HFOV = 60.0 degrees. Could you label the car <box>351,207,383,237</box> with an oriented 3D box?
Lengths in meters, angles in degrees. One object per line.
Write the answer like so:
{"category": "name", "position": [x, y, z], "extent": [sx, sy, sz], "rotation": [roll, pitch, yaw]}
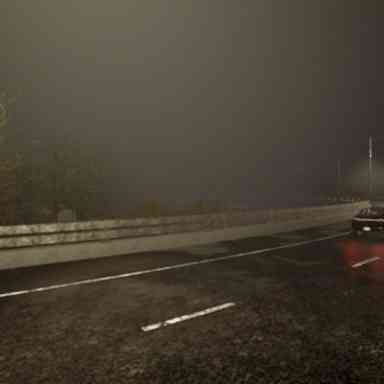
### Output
{"category": "car", "position": [9.987, 1.523, 17.454], "extent": [2.128, 1.511, 4.902], "rotation": [0, 0, 45]}
